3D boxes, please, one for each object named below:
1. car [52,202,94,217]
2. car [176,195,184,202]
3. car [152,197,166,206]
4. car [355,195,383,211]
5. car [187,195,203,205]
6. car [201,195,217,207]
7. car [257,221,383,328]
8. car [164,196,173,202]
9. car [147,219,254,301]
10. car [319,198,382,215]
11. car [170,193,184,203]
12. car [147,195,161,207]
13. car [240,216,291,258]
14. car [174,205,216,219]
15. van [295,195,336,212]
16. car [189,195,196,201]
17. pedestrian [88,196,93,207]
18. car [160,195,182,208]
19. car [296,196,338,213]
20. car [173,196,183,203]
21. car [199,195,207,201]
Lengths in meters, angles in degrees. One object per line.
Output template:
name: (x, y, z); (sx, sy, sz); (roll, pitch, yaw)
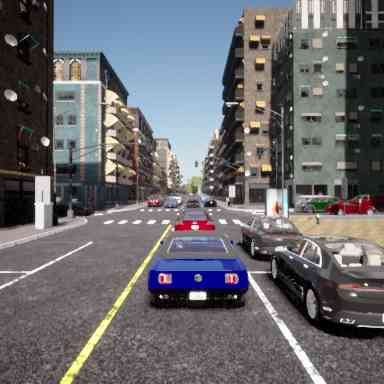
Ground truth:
car: (-11.465, 1.625, 31.509); (4.181, 1.385, 1.994); (-1, -1, 6)
car: (-2.821, 1.530, 78.999); (1.837, 1.490, 4.892); (0, 0, 0)
car: (-5.552, 1.564, 56.294); (1.887, 1.381, 4.507); (1, 0, 0)
car: (19.375, 1.227, 37.406); (5.009, 1.841, 2.192); (0, 0, 1)
car: (0.202, 1.510, 52.625); (2.128, 1.511, 4.902); (0, 0, 0)
car: (2.815, 1.583, 50.664); (1.947, 1.339, 4.313); (1, 0, 0)
car: (2.846, 1.553, 6.901); (2.008, 1.369, 4.403); (1, 0, 0)
car: (-5.501, 1.595, 78.578); (1.947, 1.339, 4.313); (1, 0, 0)
car: (0.118, 1.603, 8.286); (1.895, 1.301, 4.718); (0, 0, 0)
car: (13.769, 1.412, 29.077); (4.206, 1.307, 1.802); (0, 0, 1)
car: (-2.945, 1.242, 58.648); (2.150, 2.045, 5.566); (0, 0, 1)
car: (-5.561, 1.332, 50.723); (2.192, 1.841, 5.009); (1, 0, 0)
car: (2.858, 1.554, 12.470); (2.008, 1.369, 4.403); (1, 0, 0)
car: (0.133, 1.569, 17.149); (1.994, 1.385, 4.181); (0, 0, 0)
van: (13.848, 1.295, 37.458); (3.998, 1.788, 1.690); (0, 0, 1)
car: (0.204, 1.559, 90.095); (1.812, 1.442, 4.674); (0, 0, 0)
pedestrian: (-12.437, 1.346, 40.663); (0.375, 1.860, 0.375); (0, 0, 1)
car: (-2.992, 1.564, 48.647); (2.033, 1.411, 5.357); (0, 0, 1)
car: (13.413, 1.271, 34.879); (4.553, 1.767, 2.097); (0, -1, 1)
car: (-2.853, 1.589, 68.590); (1.994, 1.385, 4.181); (0, 0, 0)
car: (2.905, 1.579, 89.661); (1.887, 1.381, 4.507); (1, 0, 0)
